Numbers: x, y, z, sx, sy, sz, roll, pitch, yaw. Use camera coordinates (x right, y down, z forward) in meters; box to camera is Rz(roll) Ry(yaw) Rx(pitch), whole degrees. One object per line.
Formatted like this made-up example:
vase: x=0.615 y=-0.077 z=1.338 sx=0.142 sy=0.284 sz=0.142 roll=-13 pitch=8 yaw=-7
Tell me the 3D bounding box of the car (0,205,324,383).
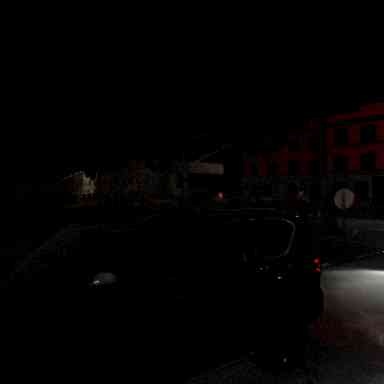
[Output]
car: x=-0.689 y=1.222 z=4.092 sx=5.566 sy=2.045 sz=2.150 roll=0 pitch=0 yaw=-35
